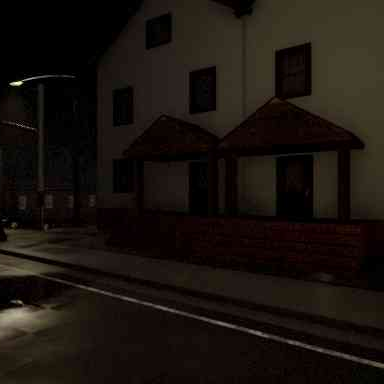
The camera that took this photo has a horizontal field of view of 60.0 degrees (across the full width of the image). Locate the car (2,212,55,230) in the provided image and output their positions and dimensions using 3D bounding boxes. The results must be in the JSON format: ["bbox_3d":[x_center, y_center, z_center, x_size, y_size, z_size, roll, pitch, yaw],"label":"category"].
[{"bbox_3d":[-14.675,2.575,29.460,1.837,1.490,4.892,0,-9,36],"label":"car"}]
